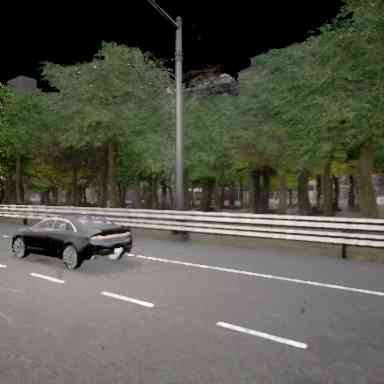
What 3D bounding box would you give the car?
[{"bbox_3d":[-4.122,1.504,11.113,4.902,1.511,2.128,0,0,36],"label":"car"}]
